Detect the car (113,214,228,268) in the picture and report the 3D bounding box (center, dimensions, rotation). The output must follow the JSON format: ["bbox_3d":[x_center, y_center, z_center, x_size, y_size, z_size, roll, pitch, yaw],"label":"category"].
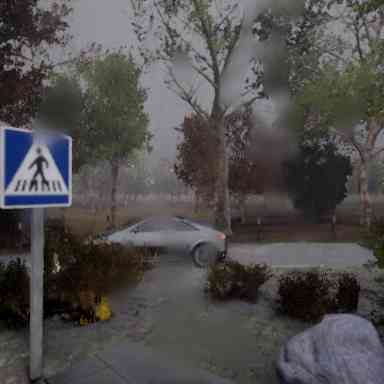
[{"bbox_3d":[-1.067,1.363,9.638,4.181,1.385,1.994,-1,1,0],"label":"car"}]
